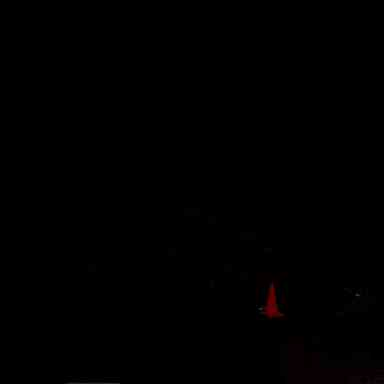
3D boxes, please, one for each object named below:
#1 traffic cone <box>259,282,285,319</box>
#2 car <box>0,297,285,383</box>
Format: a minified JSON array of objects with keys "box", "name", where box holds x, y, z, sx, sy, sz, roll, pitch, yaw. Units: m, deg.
[{"box":[1.458,1.937,6.055,0.340,0.580,0.340,0,0,-25],"name":"traffic cone"},{"box":[-1.622,1.462,1.530,4.902,1.511,2.128,0,0,-32],"name":"car"}]
